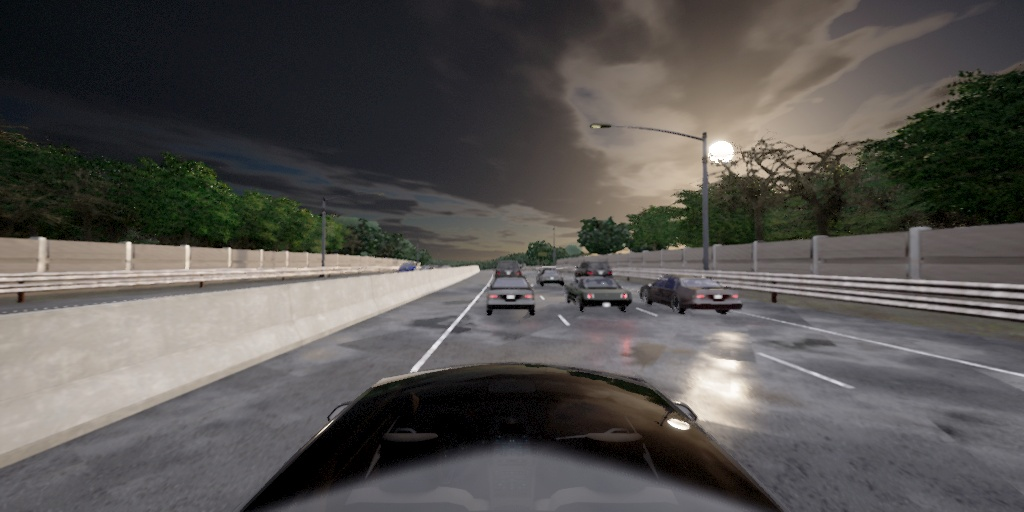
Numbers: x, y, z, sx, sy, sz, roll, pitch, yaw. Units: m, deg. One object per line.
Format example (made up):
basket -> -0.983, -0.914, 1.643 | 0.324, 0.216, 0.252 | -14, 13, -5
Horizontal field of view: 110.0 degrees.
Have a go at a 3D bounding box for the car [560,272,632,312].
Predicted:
car -> 3.445, 1.532, 15.287 | 1.895, 1.301, 4.718 | 0, -1, 0

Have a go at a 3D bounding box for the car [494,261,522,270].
car -> -0.313, 1.429, 29.659 | 2.150, 2.045, 5.566 | 0, -1, -1

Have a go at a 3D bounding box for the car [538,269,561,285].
car -> 3.176, 1.789, 30.625 | 1.994, 1.385, 4.181 | 0, -1, -1

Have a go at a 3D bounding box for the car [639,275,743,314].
car -> 6.944, 1.468, 14.604 | 2.033, 1.411, 5.357 | 0, -1, 0

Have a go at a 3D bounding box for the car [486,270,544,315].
car -> -0.054, 1.466, 14.536 | 2.033, 1.411, 5.357 | 0, -1, 0

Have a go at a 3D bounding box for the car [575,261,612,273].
car -> 6.686, 1.433, 29.827 | 2.150, 2.045, 5.566 | 0, -1, -1
